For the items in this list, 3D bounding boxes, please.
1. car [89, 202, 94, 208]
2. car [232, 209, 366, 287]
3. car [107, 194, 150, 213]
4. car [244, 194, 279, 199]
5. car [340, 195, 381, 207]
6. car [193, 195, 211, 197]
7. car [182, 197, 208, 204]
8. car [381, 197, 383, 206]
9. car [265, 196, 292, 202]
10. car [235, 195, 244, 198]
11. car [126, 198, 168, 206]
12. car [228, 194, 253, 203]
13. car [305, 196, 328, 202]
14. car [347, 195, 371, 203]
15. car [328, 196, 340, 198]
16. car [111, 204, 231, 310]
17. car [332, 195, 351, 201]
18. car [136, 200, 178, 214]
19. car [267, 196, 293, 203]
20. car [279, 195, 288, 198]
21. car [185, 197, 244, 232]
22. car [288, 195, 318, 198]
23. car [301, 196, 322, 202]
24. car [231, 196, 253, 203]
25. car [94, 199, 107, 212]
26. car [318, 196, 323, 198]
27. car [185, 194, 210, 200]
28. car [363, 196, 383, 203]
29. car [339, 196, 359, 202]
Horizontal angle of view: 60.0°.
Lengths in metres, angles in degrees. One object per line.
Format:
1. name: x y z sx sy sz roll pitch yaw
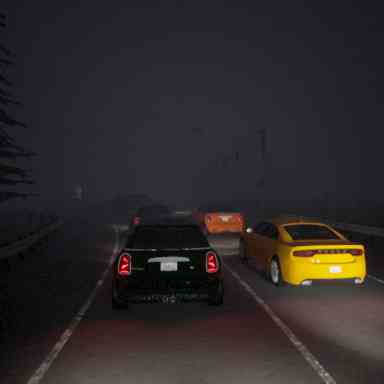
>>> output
1. car: -9.906 1.545 41.124 5.357 1.411 2.033 0 0 -19
2. car: 2.733 1.476 9.430 1.882 1.535 5.008 0 0 -6
3. car: -4.928 1.220 31.723 5.566 2.045 2.150 0 0 -19
4. car: 12.521 1.481 60.066 4.902 1.511 2.128 0 0 -19
5. car: 24.998 1.343 49.332 4.553 1.767 2.097 0 0 -19
6. car: 3.093 1.591 56.862 4.718 1.301 1.895 0 0 -19
7. car: 0.533 1.590 63.378 4.718 1.301 1.895 0 0 -19
8. car: 31.819 1.516 55.404 4.674 1.442 1.812 0 0 -20
9. car: 19.081 1.527 73.306 5.357 1.411 2.033 0 0 -19
10. car: 10.805 1.341 63.166 4.553 1.767 2.097 0 0 -19
11. car: -2.106 1.349 16.877 2.097 1.767 4.553 0 0 -12
12. car: 9.750 1.340 66.472 4.553 1.767 2.097 0 0 -18
13. car: 27.031 1.512 72.368 4.674 1.442 1.812 0 0 -19
14. car: 36.712 1.513 72.971 4.902 1.511 2.128 0 0 -25
15. car: 29.304 1.514 65.753 4.902 1.511 2.128 0 0 -19
16. car: -0.628 1.351 8.070 2.097 1.767 4.553 0 0 -6
17. car: 36.302 1.538 80.851 4.181 1.385 1.994 0 0 -29
18. car: -3.760 1.561 35.826 4.181 1.385 1.994 0 0 -19
19. car: 18.371 1.513 69.365 4.902 1.511 2.128 0 0 -19
20. car: 19.098 1.341 65.934 4.553 1.767 2.097 0 0 -18
21. car: 1.208 1.349 18.315 2.097 1.767 4.553 0 0 -11
22. car: 20.973 1.553 62.918 4.181 1.385 1.994 0 0 -19
23. car: 27.482 1.539 76.313 4.181 1.385 1.994 0 0 -21
24. car: 10.584 1.540 70.407 4.181 1.385 1.994 0 0 -19
25. car: -8.599 1.562 37.873 4.181 1.385 1.994 0 0 -19
26. car: 27.342 1.512 68.763 4.674 1.442 1.812 0 0 -19
27. car: 1.354 1.494 59.965 4.892 1.490 1.837 0 0 -19
28. car: 38.672 1.528 70.038 5.357 1.411 2.033 0 0 -29
29. car: 36.173 1.582 76.682 4.718 1.301 1.895 0 0 -29
